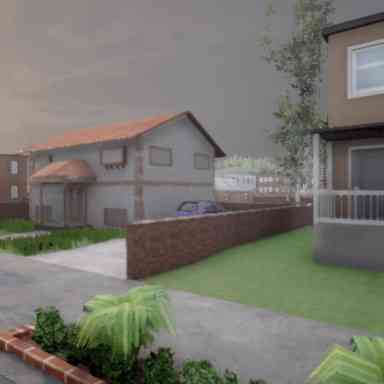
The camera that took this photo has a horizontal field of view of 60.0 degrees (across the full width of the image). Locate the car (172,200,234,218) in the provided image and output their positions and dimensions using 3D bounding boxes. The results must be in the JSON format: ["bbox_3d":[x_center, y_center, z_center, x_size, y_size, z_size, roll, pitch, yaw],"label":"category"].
[{"bbox_3d":[0.722,1.135,15.365,1.845,1.501,3.633,0,0,36],"label":"car"}]

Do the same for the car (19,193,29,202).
[{"bbox_3d":[-13.390,0.971,28.208,3.866,1.878,1.905,0,0,36],"label":"car"}]
